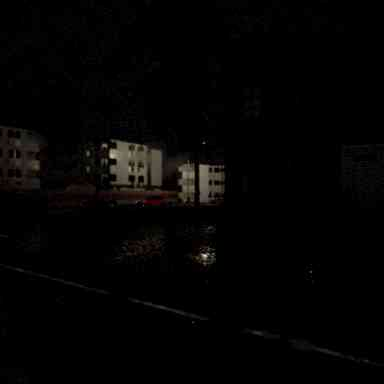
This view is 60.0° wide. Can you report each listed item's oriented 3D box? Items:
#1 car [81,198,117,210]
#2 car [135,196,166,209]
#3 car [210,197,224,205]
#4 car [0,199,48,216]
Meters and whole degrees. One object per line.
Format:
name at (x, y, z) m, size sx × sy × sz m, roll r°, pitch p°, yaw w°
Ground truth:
car at (-12.123, 1.485, 43.660) m, size 2.128 × 1.511 × 4.902 m, roll 0°, pitch 0°, yaw 38°
car at (-5.691, 1.348, 46.097) m, size 2.097 × 1.767 × 4.553 m, roll 0°, pitch 0°, yaw 40°
car at (5.285, 1.560, 59.326) m, size 4.181 × 1.385 × 1.994 m, roll 0°, pitch 0°, yaw -24°
car at (-16.500, 1.487, 32.183) m, size 2.128 × 1.511 × 4.902 m, roll 0°, pitch 0°, yaw 37°
